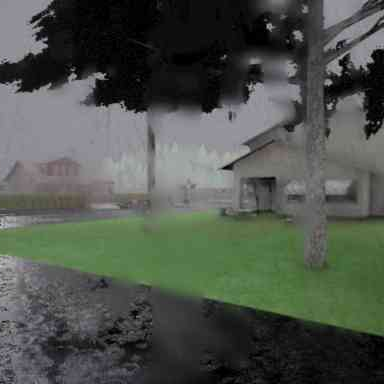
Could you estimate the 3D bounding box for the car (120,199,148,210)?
[{"bbox_3d":[-7.257,1.635,43.186,1.994,1.385,4.181,0,0,36],"label":"car"}]
